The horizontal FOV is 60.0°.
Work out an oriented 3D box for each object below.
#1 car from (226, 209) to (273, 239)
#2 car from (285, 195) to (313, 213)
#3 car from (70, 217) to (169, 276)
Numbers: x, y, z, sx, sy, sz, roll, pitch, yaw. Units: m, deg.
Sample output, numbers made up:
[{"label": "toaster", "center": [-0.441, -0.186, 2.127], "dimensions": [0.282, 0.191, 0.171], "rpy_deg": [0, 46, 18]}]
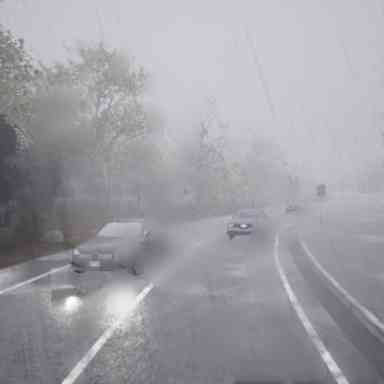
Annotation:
[{"label": "car", "center": [3.148, 1.595, 17.595], "dimensions": [2.033, 1.411, 5.357], "rpy_deg": [-1, 0, 18]}, {"label": "car", "center": [11.122, 1.409, 34.775], "dimensions": [2.033, 1.411, 5.357], "rpy_deg": [-3, 0, 29]}, {"label": "car", "center": [-2.047, 1.588, 10.756], "dimensions": [1.812, 1.442, 4.674], "rpy_deg": [-1, -1, 11]}]
